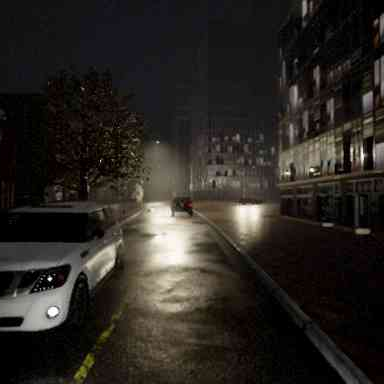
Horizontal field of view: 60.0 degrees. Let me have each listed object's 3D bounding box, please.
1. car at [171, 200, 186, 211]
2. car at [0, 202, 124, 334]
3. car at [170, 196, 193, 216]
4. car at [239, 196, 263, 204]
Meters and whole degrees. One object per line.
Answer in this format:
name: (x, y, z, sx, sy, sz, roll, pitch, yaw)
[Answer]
car: (-1.922, 1.836, 45.793, 1.812, 1.442, 4.674, 0, 0, -7)
car: (-2.917, 1.273, 7.182, 2.150, 2.045, 5.566, 0, -1, -1)
car: (-1.113, 1.463, 35.368, 2.150, 2.045, 5.566, 0, 0, -3)
car: (12.083, 1.663, 68.226, 5.009, 1.841, 2.192, 0, -1, 13)
